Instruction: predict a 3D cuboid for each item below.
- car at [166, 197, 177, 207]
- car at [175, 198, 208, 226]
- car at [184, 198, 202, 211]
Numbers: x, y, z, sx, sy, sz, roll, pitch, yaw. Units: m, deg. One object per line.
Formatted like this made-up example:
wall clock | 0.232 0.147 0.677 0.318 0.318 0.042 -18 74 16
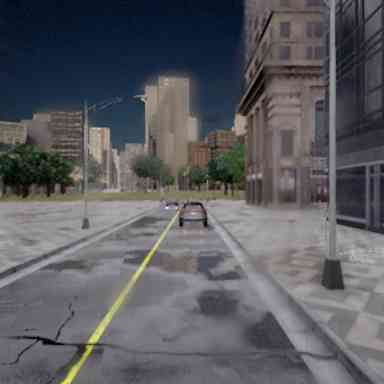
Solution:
car | -3.061 1.562 52.300 1.837 1.490 4.892 0 -1 1
car | 0.085 1.472 23.832 2.033 1.649 4.856 0 0 0
car | 0.078 1.547 42.065 2.128 1.511 4.902 0 0 0
